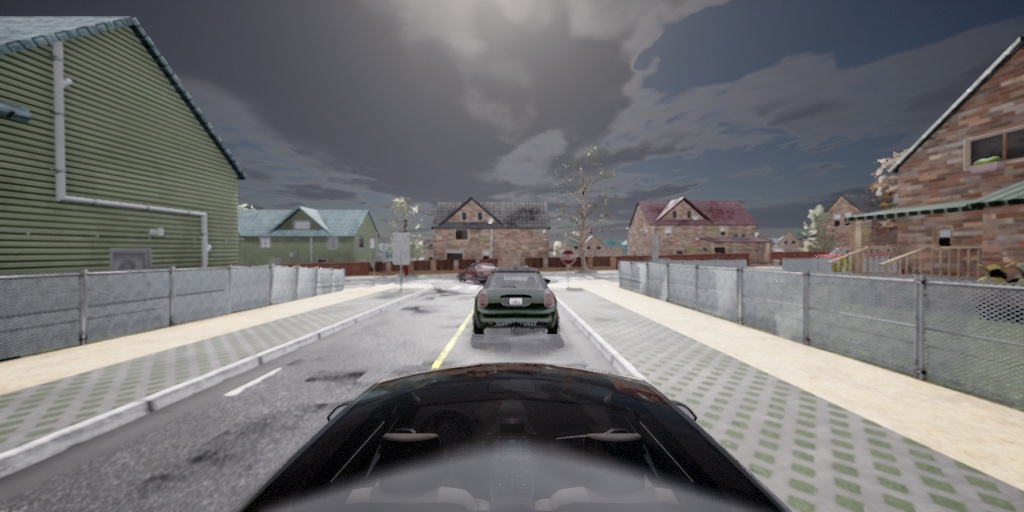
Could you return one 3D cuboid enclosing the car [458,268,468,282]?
[{"bbox_3d":[-2.306,1.231,26.194,1.812,1.442,4.674,-1,1,-30],"label":"car"}]

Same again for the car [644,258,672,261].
[{"bbox_3d":[11.736,0.881,29.810,4.674,1.442,1.812,-1,1,0],"label":"car"}]

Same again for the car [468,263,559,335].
[{"bbox_3d":[0.095,1.083,10.568,2.097,1.767,4.553,0,0,0],"label":"car"}]

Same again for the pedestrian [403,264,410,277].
[{"bbox_3d":[-9.643,0.953,32.691,0.375,1.860,0.375,0,2,0],"label":"pedestrian"}]

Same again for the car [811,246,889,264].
[{"bbox_3d":[27.948,0.195,29.820,5.566,2.045,2.150,-1,1,0],"label":"car"}]

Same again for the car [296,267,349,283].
[{"bbox_3d":[-14.718,1.554,26.832,4.674,1.442,1.812,-1,1,0],"label":"car"}]
